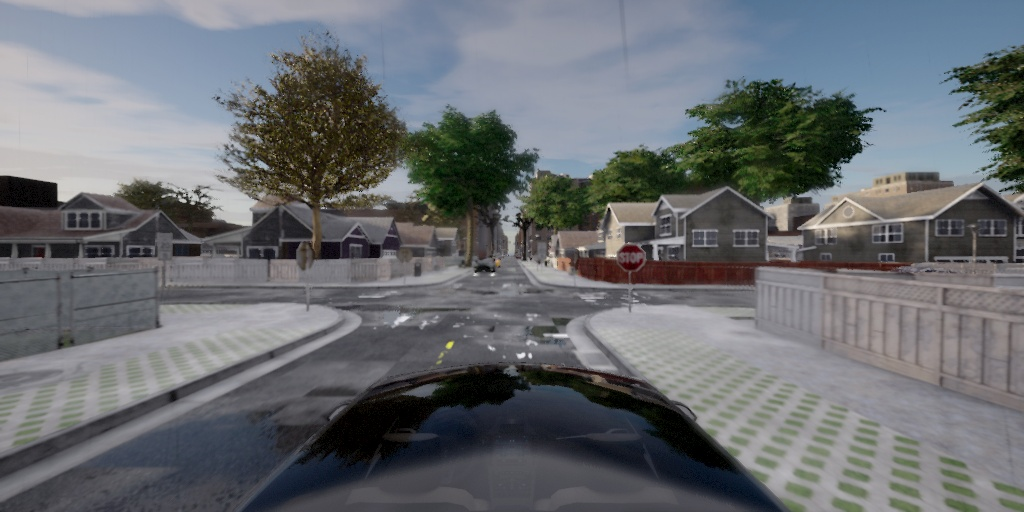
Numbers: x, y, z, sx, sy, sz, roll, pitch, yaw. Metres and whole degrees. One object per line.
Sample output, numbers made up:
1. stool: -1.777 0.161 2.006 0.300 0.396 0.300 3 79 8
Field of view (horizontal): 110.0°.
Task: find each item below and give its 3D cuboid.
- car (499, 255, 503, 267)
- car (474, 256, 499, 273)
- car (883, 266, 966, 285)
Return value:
1. car: -2.789 0.948 53.597 1.882 1.535 5.008 0 0 0
2. car: -2.822 0.900 38.238 2.097 1.767 4.553 0 0 0
3. car: 20.317 1.275 18.085 4.902 1.511 2.128 0 0 0
